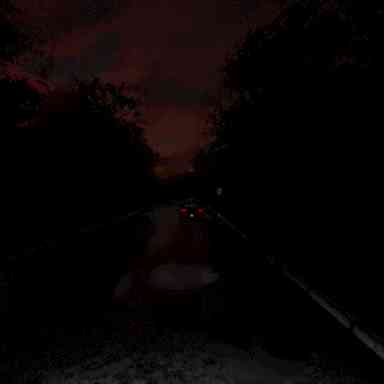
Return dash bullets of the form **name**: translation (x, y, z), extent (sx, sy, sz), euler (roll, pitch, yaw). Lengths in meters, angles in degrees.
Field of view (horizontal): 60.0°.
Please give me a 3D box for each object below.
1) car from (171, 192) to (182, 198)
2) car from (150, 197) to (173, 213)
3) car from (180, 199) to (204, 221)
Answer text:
- **car**: translation (-3.610, 0.948, 77.749), extent (2.150, 2.045, 5.566), euler (0, 0, 0)
- **car**: translation (-3.515, 1.559, 36.855), extent (2.033, 1.411, 5.357), euler (0, 0, 0)
- **car**: translation (-0.018, 1.535, 26.907), extent (1.812, 1.442, 4.674), euler (0, 0, 0)
